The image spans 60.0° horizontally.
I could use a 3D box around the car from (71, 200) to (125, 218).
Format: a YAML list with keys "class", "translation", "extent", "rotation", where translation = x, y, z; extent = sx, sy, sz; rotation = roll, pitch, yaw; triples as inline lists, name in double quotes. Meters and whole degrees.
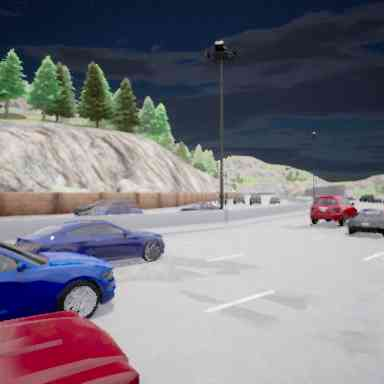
- class: "car"
  translation: [-9.375, 1.647, 33.572]
  extent: [1.882, 1.535, 5.008]
  rotation: [0, 0, 41]

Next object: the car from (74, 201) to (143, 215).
- class: "car"
  translation: [-6.377, 1.680, 26.499]
  extent: [2.033, 1.411, 5.357]
  rotation: [0, 0, 45]

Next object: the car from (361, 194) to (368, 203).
- class: "car"
  translation: [42.334, 1.543, 80.266]
  extent: [2.150, 2.045, 5.566]
  rotation: [0, 0, 13]

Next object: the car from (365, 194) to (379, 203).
- class: "car"
  translation: [41.002, 1.819, 74.383]
  extent: [1.812, 1.442, 4.674]
  rotation: [0, 0, 13]

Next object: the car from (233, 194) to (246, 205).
- class: "car"
  translation: [9.738, 1.527, 67.871]
  extent: [2.150, 2.045, 5.566]
  rotation: [0, 0, 13]

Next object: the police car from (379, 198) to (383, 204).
- class: "police car"
  translation: [38.816, 1.677, 64.738]
  extent: [1.930, 1.638, 5.238]
  rotation: [0, 0, 13]

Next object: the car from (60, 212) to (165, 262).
- class: "car"
  translation: [-3.059, 1.580, 10.571]
  extent: [4.674, 1.442, 1.812]
  rotation: [0, 0, -39]

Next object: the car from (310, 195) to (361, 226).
- class: "car"
  translation: [10.453, 1.323, 24.408]
  extent: [2.150, 2.045, 5.566]
  rotation: [0, 0, 38]

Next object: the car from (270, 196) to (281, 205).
- class: "car"
  translation: [16.487, 1.640, 65.997]
  extent: [2.097, 1.767, 4.553]
  rotation: [0, 0, 13]

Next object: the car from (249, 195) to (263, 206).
- class: "car"
  translation: [11.882, 1.493, 61.657]
  extent: [2.150, 2.045, 5.566]
  rotation: [0, 0, 14]

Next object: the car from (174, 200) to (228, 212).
- class: "car"
  translation: [0.641, 1.683, 29.112]
  extent: [2.033, 1.411, 5.357]
  rotation: [0, 0, 39]

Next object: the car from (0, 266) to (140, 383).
- class: "car"
  translation: [-2.669, 1.615, 2.078]
  extent: [4.718, 1.301, 1.895]
  rotation: [0, 0, -36]

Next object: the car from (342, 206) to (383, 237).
- class: "car"
  translation: [10.323, 1.639, 18.792]
  extent: [1.994, 1.385, 4.181]
  rotation: [0, 0, 41]

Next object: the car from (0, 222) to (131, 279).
- class: "car"
  translation: [-3.781, 1.510, 5.605]
  extent: [5.008, 1.535, 1.882]
  rotation: [0, 0, -36]

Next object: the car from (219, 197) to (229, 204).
- class: "car"
  translation: [6.703, 1.859, 70.305]
  extent: [2.033, 1.411, 5.357]
  rotation: [0, 0, 13]
